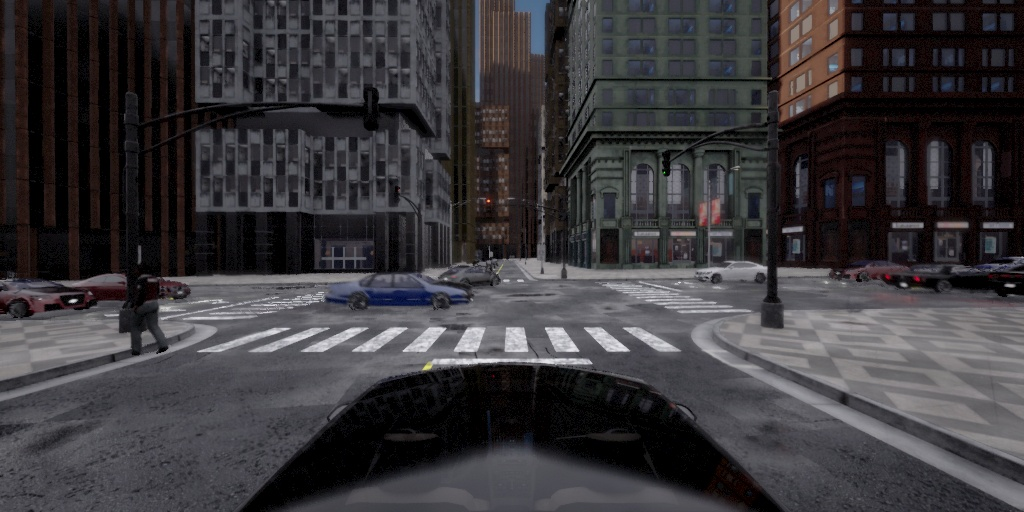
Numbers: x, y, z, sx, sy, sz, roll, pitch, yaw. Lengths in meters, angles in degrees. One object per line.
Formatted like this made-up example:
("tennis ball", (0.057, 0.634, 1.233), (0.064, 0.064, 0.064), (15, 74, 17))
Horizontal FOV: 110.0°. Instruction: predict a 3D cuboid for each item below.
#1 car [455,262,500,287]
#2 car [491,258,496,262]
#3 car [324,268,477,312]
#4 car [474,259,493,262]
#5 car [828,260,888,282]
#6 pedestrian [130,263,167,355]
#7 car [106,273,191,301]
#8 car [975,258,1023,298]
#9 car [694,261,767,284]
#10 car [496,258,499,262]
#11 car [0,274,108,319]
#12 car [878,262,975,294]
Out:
("car", (-2.637, 1.308, 22.443), (1.994, 1.385, 4.181), (0, 0, 38))
("car", (-3.318, 1.221, 45.458), (1.837, 1.490, 4.892), (0, 0, 0))
("car", (-4.211, 1.294, 13.792), (5.357, 1.411, 2.033), (0, 0, 0))
("car", (-3.233, 1.235, 35.993), (1.837, 1.490, 4.892), (0, 0, -1))
("car", (23.674, 0.958, 23.819), (4.181, 1.385, 1.994), (-1, 0, 0))
("pedestrian", (-7.340, 1.042, 7.178), (0.375, 1.860, 0.375), (0, 0, 0))
("car", (-18.071, 1.505, 17.007), (4.674, 1.442, 1.812), (-1, 0, 0))
("car", (21.718, 0.946, 13.868), (5.008, 1.535, 1.882), (-1, 0, 0))
("car", (14.596, 1.036, 23.793), (4.674, 1.442, 1.812), (-1, 0, -1))
("car", (-3.403, 1.299, 55.747), (1.895, 1.301, 4.718), (0, 0, 0))
("car", (-18.827, 1.569, 13.748), (4.181, 1.385, 1.994), (-1, 0, 0))
("car", (20.912, 1.064, 17.116), (4.718, 1.301, 1.895), (-1, 0, 0))
